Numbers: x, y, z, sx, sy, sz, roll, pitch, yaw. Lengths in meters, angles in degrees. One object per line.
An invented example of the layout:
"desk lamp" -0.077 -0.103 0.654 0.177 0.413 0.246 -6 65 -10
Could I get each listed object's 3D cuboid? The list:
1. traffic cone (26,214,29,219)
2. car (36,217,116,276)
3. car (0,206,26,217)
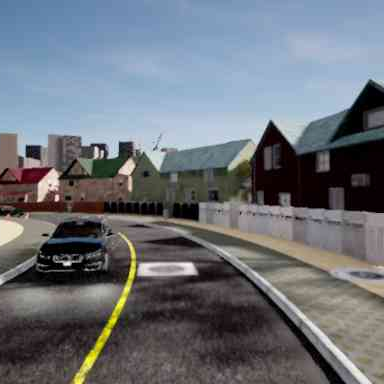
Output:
"traffic cone" -17.269 2.551 34.847 0.340 0.580 0.340 -2 -2 43
"car" -3.612 1.629 10.963 1.837 1.490 4.892 1 -1 -10
"car" -21.930 2.360 39.700 4.718 1.301 1.895 -2 -2 33
